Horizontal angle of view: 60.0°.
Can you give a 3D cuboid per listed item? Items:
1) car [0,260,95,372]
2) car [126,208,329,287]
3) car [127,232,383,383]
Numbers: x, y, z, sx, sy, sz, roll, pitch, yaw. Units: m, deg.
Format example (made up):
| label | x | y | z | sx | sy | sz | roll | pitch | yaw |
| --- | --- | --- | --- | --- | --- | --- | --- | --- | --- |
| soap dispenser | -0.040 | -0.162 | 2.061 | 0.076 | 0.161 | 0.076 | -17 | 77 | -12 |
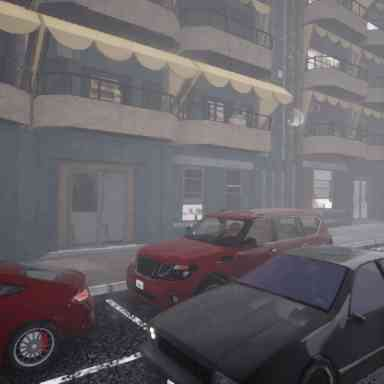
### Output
| label | x | y | z | sx | sy | sz | roll | pitch | yaw |
| --- | --- | --- | --- | --- | --- | --- | --- | --- | --- |
| car | -3.374 | 1.582 | 4.137 | 4.206 | 1.307 | 1.802 | 0 | 1 | -35 |
| car | 1.124 | 1.318 | 7.341 | 5.009 | 1.841 | 2.192 | 0 | 1 | -35 |
| car | 2.000 | 1.550 | 4.806 | 5.357 | 1.411 | 2.033 | 0 | 0 | -36 |
